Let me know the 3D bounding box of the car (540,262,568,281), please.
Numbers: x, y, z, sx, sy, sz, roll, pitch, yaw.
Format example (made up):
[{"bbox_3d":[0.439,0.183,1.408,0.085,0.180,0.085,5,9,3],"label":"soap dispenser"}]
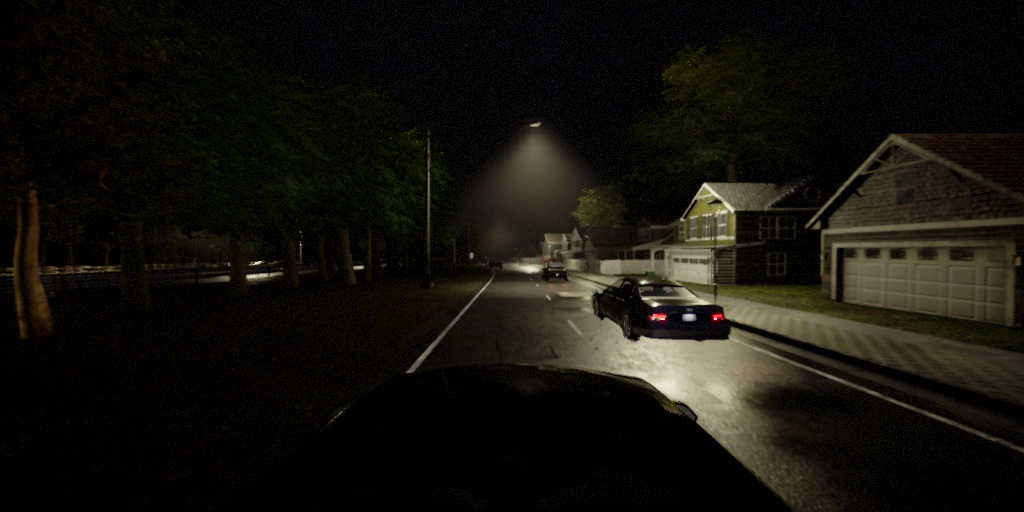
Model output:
[{"bbox_3d":[3.533,1.284,30.557,2.128,1.511,4.902,0,0,-1],"label":"car"}]

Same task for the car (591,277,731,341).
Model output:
[{"bbox_3d":[3.597,1.291,9.777,2.033,1.411,5.357,0,0,0],"label":"car"}]

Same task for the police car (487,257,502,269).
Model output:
[{"bbox_3d":[-2.692,1.262,60.664,1.930,1.638,5.238,0,0,-5],"label":"police car"}]
